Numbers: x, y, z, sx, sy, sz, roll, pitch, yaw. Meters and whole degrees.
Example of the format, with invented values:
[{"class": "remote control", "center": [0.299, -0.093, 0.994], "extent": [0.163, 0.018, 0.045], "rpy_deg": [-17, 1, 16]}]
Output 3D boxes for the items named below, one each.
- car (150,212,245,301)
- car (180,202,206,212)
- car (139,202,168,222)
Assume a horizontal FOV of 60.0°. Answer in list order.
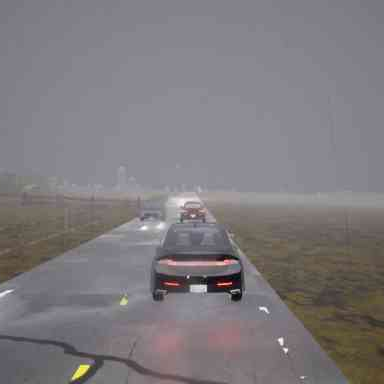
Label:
[{"class": "car", "center": [0.094, 1.485, 8.287], "extent": [2.128, 1.511, 4.902], "rpy_deg": [0, 0, 0]}, {"class": "car", "center": [0.068, 1.464, 25.274], "extent": [1.812, 1.442, 4.674], "rpy_deg": [0, 0, 0]}, {"class": "car", "center": [-2.882, 1.482, 26.186], "extent": [2.033, 1.411, 5.357], "rpy_deg": [0, 0, 0]}]
